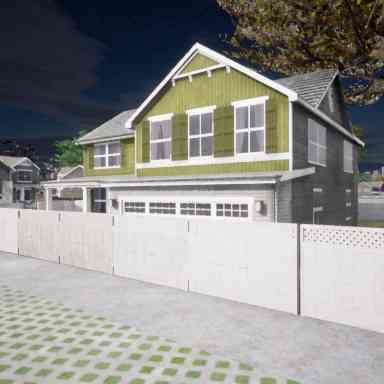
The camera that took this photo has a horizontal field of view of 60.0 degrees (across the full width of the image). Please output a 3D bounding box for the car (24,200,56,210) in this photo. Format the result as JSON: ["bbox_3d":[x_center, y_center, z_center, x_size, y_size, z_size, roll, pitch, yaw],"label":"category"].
[{"bbox_3d":[-16.533,1.619,37.336,1.837,1.490,4.892,0,-1,19],"label":"car"}]
